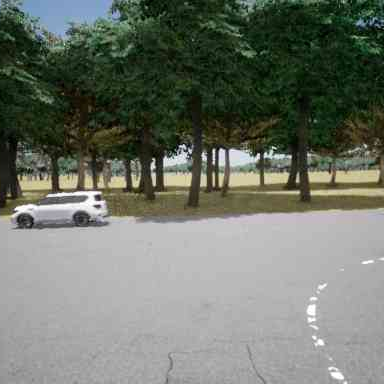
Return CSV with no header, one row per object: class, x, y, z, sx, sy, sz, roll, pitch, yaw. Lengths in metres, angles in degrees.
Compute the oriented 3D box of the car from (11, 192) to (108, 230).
car,-8.019,1.079,20.409,5.566,2.045,2.150,-2,3,-1
